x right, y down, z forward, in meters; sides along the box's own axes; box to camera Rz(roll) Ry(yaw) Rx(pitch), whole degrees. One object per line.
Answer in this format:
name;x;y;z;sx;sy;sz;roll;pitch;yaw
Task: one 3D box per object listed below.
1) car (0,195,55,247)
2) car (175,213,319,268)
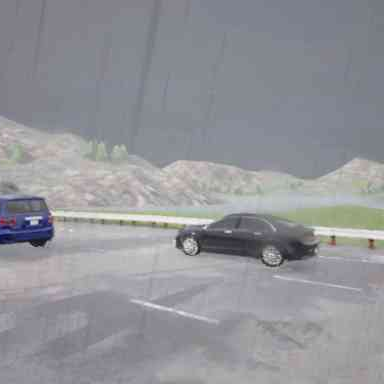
car;-7.806;1.129;13.040;5.566;2.045;2.150;1;1;31
car;1.664;1.460;11.175;4.892;1.490;1.837;0;0;34
